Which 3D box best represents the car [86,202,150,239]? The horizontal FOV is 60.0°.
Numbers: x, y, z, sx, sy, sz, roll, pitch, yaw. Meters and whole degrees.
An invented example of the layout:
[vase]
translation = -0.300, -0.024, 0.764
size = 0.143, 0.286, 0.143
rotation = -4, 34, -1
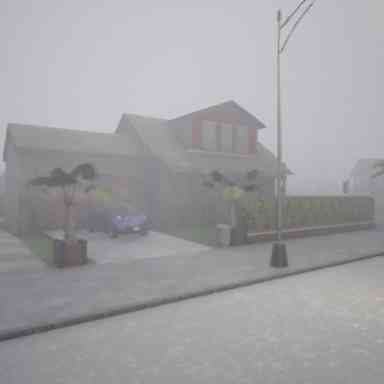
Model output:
[car]
translation = -3.391, 1.185, 15.042
size = 1.845, 1.501, 3.633
rotation = 0, 0, -38
